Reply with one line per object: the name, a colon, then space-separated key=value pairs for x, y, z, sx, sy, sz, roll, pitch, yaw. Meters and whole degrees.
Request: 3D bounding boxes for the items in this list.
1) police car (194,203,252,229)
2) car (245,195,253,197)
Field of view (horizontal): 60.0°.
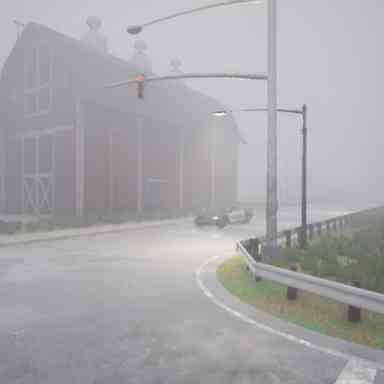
police car: x=2.058 y=1.510 z=22.053 sx=2.038 sy=1.542 sz=4.974 roll=0 pitch=0 yaw=37
car: x=14.843 y=1.458 z=87.670 sx=1.784 sy=1.438 sz=3.905 roll=0 pitch=0 yaw=36
